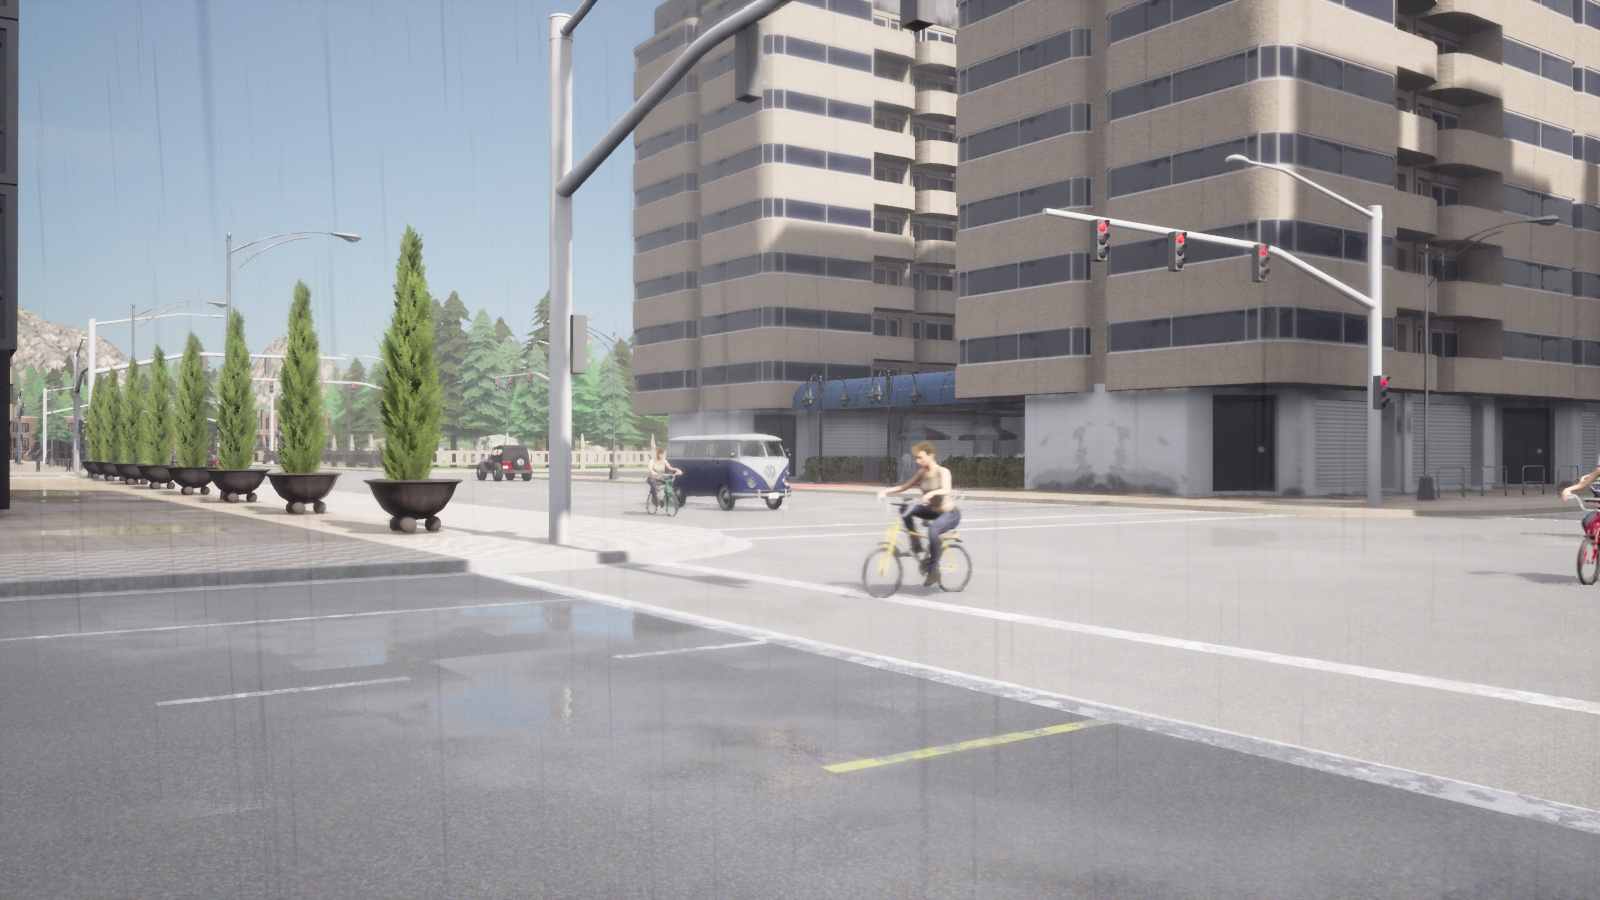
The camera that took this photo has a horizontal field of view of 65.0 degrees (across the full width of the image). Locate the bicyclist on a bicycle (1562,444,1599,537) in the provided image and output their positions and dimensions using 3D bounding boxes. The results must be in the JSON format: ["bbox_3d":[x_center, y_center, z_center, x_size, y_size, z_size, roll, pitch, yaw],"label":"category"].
[{"bbox_3d":[14.364,0.705,22.335,1.509,1.612,0.866,0,0,-35],"label":"bicyclist on a bicycle"}]

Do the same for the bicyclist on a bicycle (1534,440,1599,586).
[{"bbox_3d":[9.277,0.697,14.478,1.509,1.612,0.866,0,0,-35],"label":"bicyclist on a bicycle"}]

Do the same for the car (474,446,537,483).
[{"bbox_3d":[-15.399,0.734,65.583,1.905,1.878,3.866,0,0,-34],"label":"car"}]

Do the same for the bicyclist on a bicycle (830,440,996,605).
[{"bbox_3d":[1.176,0.711,13.047,1.509,1.612,0.866,0,0,-35],"label":"bicyclist on a bicycle"}]

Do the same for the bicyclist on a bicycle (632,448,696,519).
[{"bbox_3d":[-3.182,0.760,29.308,0.866,1.612,1.509,0,0,-35],"label":"bicyclist on a bicycle"}]

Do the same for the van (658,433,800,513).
[{"bbox_3d":[-1.986,0.584,33.753,1.775,1.987,4.442,0,0,-35],"label":"van"}]
